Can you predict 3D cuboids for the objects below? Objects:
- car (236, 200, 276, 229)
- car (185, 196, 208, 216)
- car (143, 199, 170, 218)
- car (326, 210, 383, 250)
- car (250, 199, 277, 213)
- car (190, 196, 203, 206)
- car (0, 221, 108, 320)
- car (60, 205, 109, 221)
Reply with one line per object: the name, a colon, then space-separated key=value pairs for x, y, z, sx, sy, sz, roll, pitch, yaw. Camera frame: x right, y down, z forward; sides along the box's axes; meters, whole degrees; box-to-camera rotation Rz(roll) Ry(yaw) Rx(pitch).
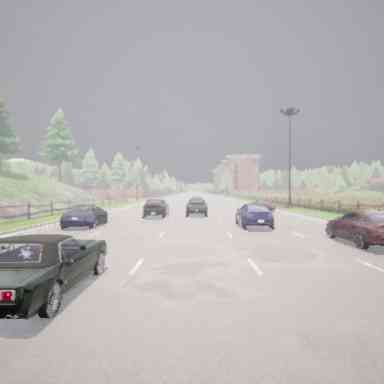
car: x=3.834 y=1.443 z=20.624 sx=1.812 sy=1.442 sz=4.674 roll=0 pitch=0 yaw=1
car: x=0.439 y=1.369 z=30.560 sx=2.128 sy=1.511 sz=4.902 roll=0 pitch=0 yaw=1
car: x=-3.073 y=1.391 z=28.833 sx=1.837 sy=1.490 sz=4.892 roll=0 pitch=1 yaw=1
car: x=7.264 y=1.470 z=13.861 sx=1.812 sy=1.442 sz=4.674 roll=0 pitch=0 yaw=1
car: x=7.502 y=1.459 z=35.489 sx=1.895 sy=1.301 sz=4.718 roll=0 pitch=0 yaw=1
car: x=0.640 y=1.326 z=50.241 sx=1.812 sy=1.442 sz=4.674 roll=0 pitch=0 yaw=0
car: x=-3.317 y=1.572 z=7.238 sx=1.895 sy=1.301 sz=4.718 roll=0 pitch=0 yaw=1
car: x=-6.662 y=1.480 z=20.964 sx=1.994 sy=1.385 sz=4.181 roll=0 pitch=0 yaw=1
